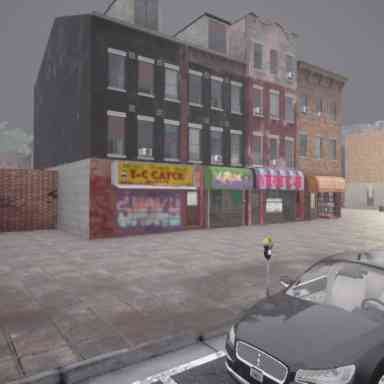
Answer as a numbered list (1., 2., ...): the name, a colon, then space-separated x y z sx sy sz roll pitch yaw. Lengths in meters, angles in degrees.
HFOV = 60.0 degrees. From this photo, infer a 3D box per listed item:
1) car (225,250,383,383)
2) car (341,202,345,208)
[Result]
1. car: 2.410 1.552 4.519 4.403 1.369 2.008 0 0 -35
2. car: 16.756 1.471 42.153 1.895 1.301 4.718 0 0 -36
